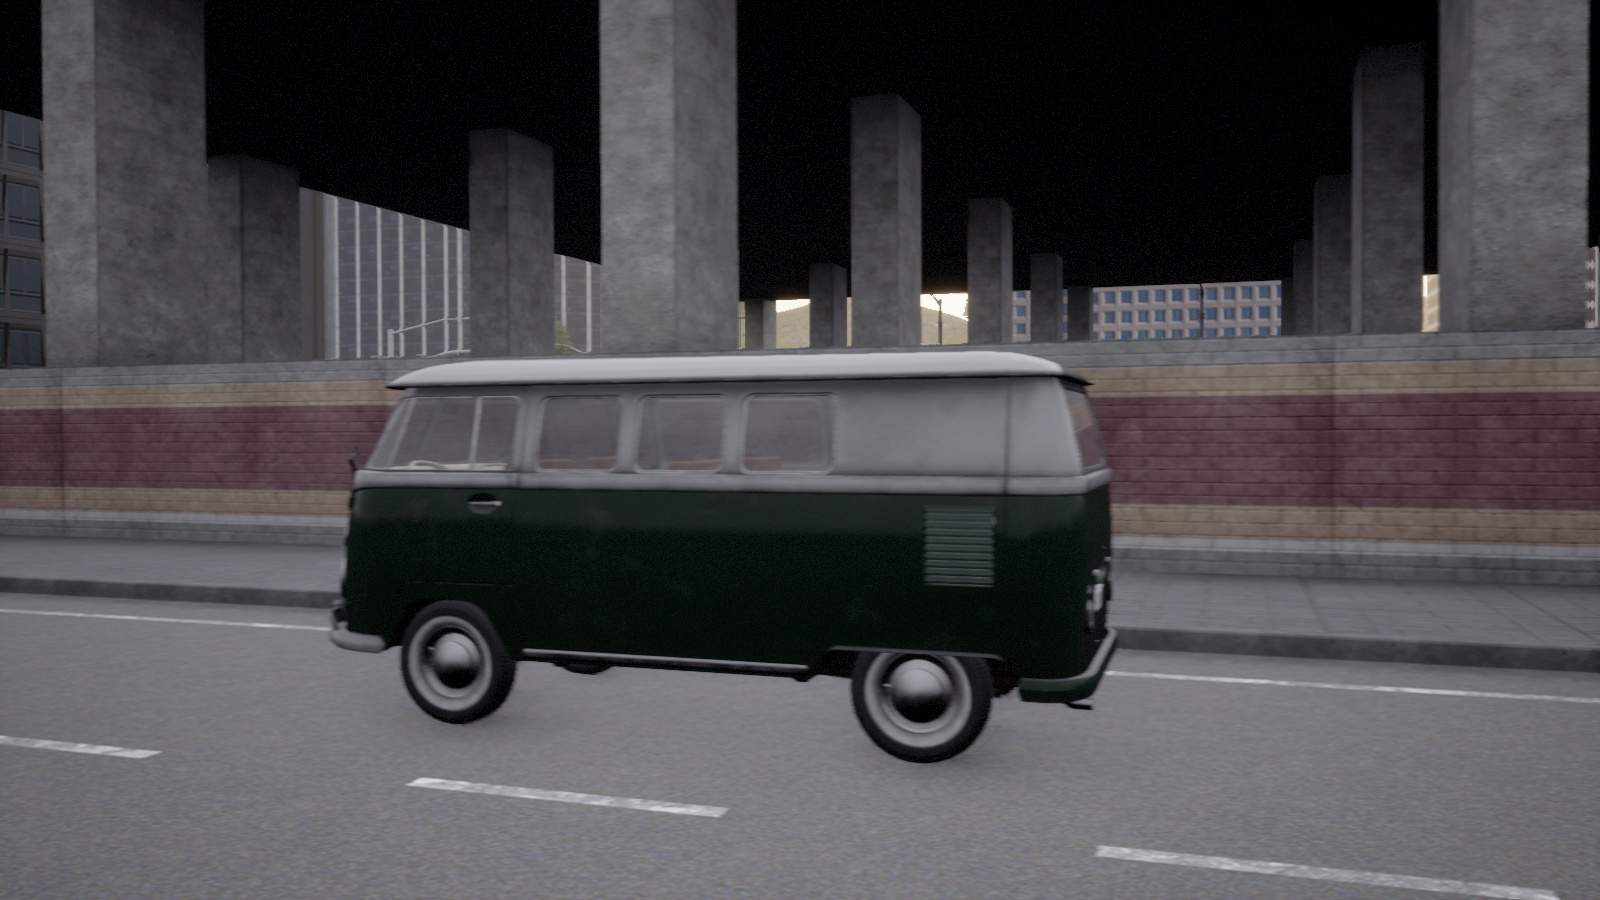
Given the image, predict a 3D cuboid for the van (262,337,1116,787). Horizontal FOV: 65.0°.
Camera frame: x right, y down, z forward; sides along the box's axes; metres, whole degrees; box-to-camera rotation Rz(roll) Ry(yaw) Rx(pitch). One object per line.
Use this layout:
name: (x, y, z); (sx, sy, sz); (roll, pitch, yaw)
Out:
van: (-0.582, 0.464, 7.078); (4.442, 1.987, 1.775); (1, 1, 19)
